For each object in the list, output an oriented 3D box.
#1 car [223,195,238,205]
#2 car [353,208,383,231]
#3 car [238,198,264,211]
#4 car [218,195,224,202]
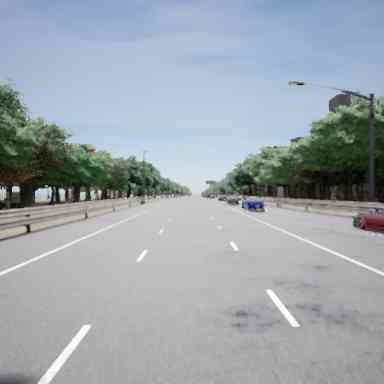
[{"bbox_3d":[6.971,1.471,57.608,1.812,1.442,4.674,0,0,0],"label":"car"},{"bbox_3d":[11.223,1.577,18.808,1.994,1.385,4.181,0,0,-16],"label":"car"},{"bbox_3d":[7.335,1.448,40.497,1.882,1.535,5.008,0,0,-4],"label":"car"},{"bbox_3d":[7.028,1.479,77.157,1.812,1.442,4.674,0,0,0],"label":"car"}]
